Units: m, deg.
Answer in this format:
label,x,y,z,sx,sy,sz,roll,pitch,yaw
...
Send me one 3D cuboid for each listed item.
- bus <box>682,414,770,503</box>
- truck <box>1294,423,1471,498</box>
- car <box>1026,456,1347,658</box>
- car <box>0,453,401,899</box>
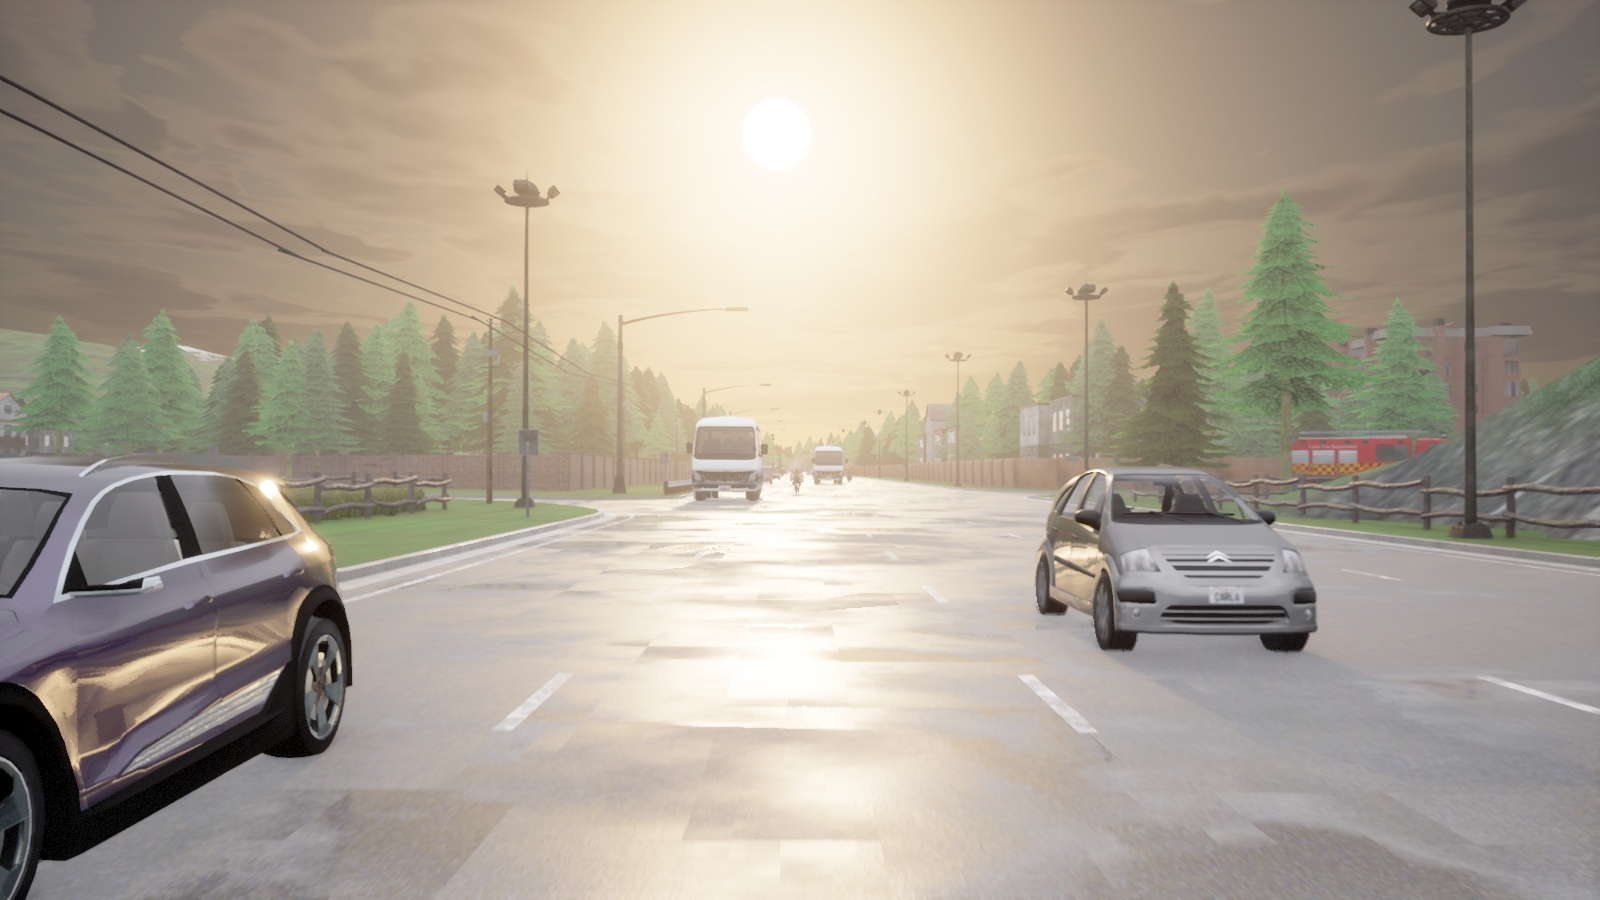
label,x,y,z,sx,sy,sz,roll,pitch,yaw
bus,-3.664,0.484,65.226,3.944,4.253,10.273,0,-1,0
truck,31.298,0.595,67.646,8.468,3.827,2.891,-1,-1,27
car,3.470,0.889,12.106,1.851,1.617,3.988,0,-1,0
car,-3.515,0.841,5.467,2.033,1.649,4.856,0,0,0
